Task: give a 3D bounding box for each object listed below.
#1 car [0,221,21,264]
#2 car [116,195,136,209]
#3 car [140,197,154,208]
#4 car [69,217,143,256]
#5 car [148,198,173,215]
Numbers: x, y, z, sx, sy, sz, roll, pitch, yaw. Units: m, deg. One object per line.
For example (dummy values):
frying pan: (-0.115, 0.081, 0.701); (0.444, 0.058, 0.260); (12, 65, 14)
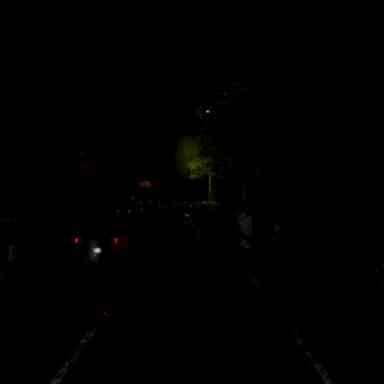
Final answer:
car: (-6.599, 1.532, 9.117); (1.837, 1.490, 4.892); (0, 0, 0)
car: (-9.820, 1.434, 49.909); (2.150, 2.045, 5.566); (0, 0, 0)
car: (-6.566, 1.570, 50.573); (2.097, 1.767, 4.553); (0, 0, 0)
car: (-3.147, 1.642, 13.238); (1.895, 1.301, 4.718); (0, 0, 0)
car: (-3.143, 1.682, 36.047); (2.033, 1.411, 5.357); (0, 0, 0)
